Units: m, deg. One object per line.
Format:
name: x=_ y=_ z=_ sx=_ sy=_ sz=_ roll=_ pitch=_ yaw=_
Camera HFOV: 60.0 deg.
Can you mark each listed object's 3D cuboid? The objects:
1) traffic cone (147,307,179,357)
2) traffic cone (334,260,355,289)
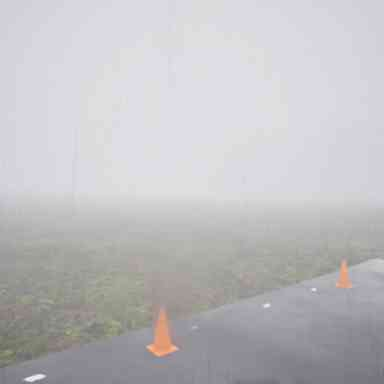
traffic cone: x=-0.417 y=1.927 z=4.708 sx=0.340 sy=0.580 sz=0.340 roll=-1 pitch=0 yaw=-36
traffic cone: x=3.491 y=1.865 z=7.628 sx=0.340 sy=0.580 sz=0.340 roll=-1 pitch=1 yaw=-38
